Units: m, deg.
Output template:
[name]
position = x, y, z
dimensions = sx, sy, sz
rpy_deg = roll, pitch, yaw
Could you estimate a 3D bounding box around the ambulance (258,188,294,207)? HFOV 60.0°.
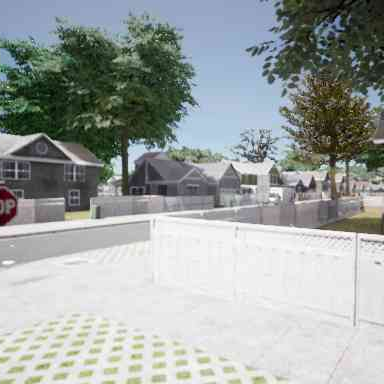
[ambulance]
position = 9.611, 0.792, 37.972
dimensions = 2.351, 2.431, 6.366
rpy_deg = 0, 0, 35
